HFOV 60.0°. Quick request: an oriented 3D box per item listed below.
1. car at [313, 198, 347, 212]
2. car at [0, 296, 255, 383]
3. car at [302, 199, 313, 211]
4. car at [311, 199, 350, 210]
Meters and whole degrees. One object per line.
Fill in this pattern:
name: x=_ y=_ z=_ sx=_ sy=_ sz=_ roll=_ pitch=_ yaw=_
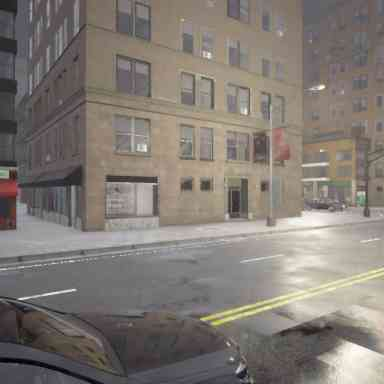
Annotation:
car: x=15.159 y=1.484 z=38.252 sx=2.128 sy=1.511 sz=4.902 roll=0 pitch=0 yaw=-35
car: x=-1.597 y=1.526 z=2.301 sx=4.674 sy=1.442 sz=1.812 roll=0 pitch=0 yaw=-35
car: x=11.517 y=1.422 z=39.014 sx=1.967 sy=1.590 sz=4.097 roll=0 pitch=0 yaw=-35
car: x=18.072 y=1.579 z=43.642 sx=1.947 sy=1.339 sz=4.313 roll=0 pitch=0 yaw=-35
